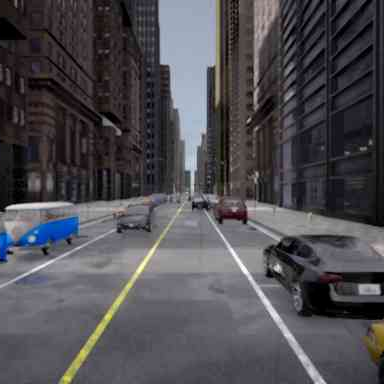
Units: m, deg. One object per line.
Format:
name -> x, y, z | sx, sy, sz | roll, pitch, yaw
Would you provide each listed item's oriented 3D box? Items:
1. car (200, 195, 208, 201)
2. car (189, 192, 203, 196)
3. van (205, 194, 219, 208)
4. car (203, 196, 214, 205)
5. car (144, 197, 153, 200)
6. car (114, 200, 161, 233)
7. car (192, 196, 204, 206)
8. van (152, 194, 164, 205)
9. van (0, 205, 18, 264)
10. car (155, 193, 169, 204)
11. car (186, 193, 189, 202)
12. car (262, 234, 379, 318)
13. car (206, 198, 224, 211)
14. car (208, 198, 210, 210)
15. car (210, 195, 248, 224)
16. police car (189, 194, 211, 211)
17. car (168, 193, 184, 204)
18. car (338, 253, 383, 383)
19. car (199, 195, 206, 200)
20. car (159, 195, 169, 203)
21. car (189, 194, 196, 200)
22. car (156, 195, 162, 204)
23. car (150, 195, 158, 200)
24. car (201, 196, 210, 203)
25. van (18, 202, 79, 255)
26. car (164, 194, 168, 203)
car -> 2.801, 1.401, 80.479 | 1.752, 1.417, 4.829 | 0, 0, 0
car -> 0.923, 1.267, 49.315 | 2.097, 1.767, 4.553 | 0, 0, 0
van -> 2.785, 1.260, 46.596 | 1.690, 1.788, 3.998 | 0, 0, 0
car -> 2.790, 1.429, 58.004 | 1.752, 1.417, 4.829 | 0, 0, 0
car -> -5.746, 1.486, 35.358 | 2.008, 1.369, 4.403 | 0, 0, 0
car -> -3.091, 1.466, 19.352 | 1.837, 1.490, 4.892 | 0, 0, 0
car -> 0.926, 1.413, 55.345 | 1.837, 1.490, 4.892 | 0, 0, 0
van -> -5.738, 1.253, 52.207 | 1.690, 1.788, 3.998 | 0, 0, 0
van -> -5.759, 1.326, 7.260 | 1.690, 1.788, 3.998 | 0, 0, 0
car -> -5.732, 1.211, 63.444 | 2.192, 1.841, 5.009 | 0, 0, 0
car -> 0.035, 1.398, 73.711 | 1.812, 1.442, 4.674 | 0, 0, 0
car -> 2.766, 1.551, 7.265 | 1.947, 1.339, 4.313 | 0, 0, 0
car -> 2.782, 1.478, 40.977 | 2.008, 1.369, 4.403 | 0, 0, 0
car -> 2.777, 1.495, 29.740 | 2.008, 1.369, 4.403 | 0, 0, 0
car -> 2.774, 1.268, 24.121 | 2.192, 1.841, 5.009 | 0, 0, 0
police car -> 0.919, 1.355, 39.455 | 1.930, 1.638, 5.238 | 0, 0, 0
car -> -3.018, 1.393, 59.631 | 2.128, 1.511, 4.902 | 0, 0, 1
car -> 2.763, 1.521, 1.816 | 1.752, 1.417, 4.829 | 0, 0, 0
car -> 2.806, 1.432, 91.547 | 1.947, 1.339, 4.313 | 0, 0, 0
car -> -5.730, 1.414, 68.893 | 1.752, 1.417, 4.829 | 0, 0, 0
car -> 0.043, 1.211, 89.765 | 1.882, 1.535, 5.008 | 0, 0, 0
car -> -5.740, 1.464, 46.589 | 1.887, 1.381, 4.507 | 0, 0, 0
car -> -5.743, 1.471, 40.971 | 1.887, 1.381, 4.507 | 0, 0, 0
car -> 2.796, 1.471, 69.072 | 1.802, 1.307, 4.206 | 0, 0, 0
van -> -5.756, 1.315, 12.879 | 1.690, 1.788, 3.998 | 0, 0, 0
car -> -5.735, 1.455, 57.826 | 2.008, 1.369, 4.403 | 0, 0, 0
